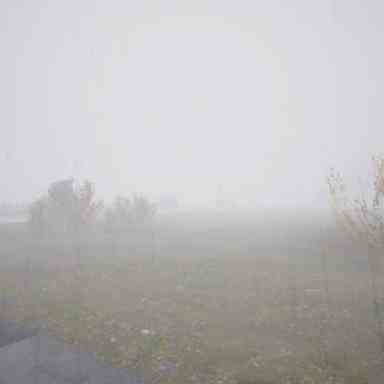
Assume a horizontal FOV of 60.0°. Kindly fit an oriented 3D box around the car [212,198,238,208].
[{"bbox_3d":[5.903,2.027,57.007,2.033,1.411,5.357,-1,-1,36],"label":"car"}]

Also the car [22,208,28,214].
[{"bbox_3d":[-14.623,1.750,34.634,2.033,1.411,5.357,-1,-1,36],"label":"car"}]

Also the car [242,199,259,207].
[{"bbox_3d":[11.246,2.106,64.435,1.812,1.442,4.674,-1,-1,36],"label":"car"}]

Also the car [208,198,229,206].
[{"bbox_3d":[4.995,1.810,61.745,1.812,1.442,4.674,-1,-1,36],"label":"car"}]

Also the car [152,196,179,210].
[{"bbox_3d":[-4.201,1.618,49.118,2.150,2.045,5.566,-1,-1,35],"label":"car"}]
